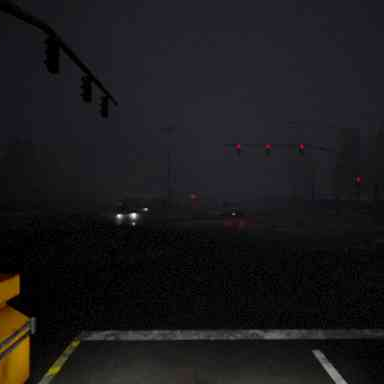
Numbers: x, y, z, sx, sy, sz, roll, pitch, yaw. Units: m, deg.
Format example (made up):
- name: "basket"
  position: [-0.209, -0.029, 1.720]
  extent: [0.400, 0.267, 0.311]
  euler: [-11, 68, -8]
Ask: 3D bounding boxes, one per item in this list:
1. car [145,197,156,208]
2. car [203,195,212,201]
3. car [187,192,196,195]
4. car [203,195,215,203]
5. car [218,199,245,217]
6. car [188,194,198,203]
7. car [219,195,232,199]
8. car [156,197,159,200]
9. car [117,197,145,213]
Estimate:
- name: "car"
  position: [-7.009, 1.579, 48.313]
  extent: [2.033, 1.411, 5.357]
  euler: [0, 0, 0]
- name: "car"
  position: [3.626, 1.437, 78.665]
  extent: [1.994, 1.385, 4.181]
  euler: [0, 0, 0]
- name: "car"
  position: [0.126, 1.110, 78.700]
  extent: [2.150, 2.045, 5.566]
  euler: [0, 0, 0]
- name: "car"
  position: [3.609, 1.523, 68.245]
  extent: [1.882, 1.535, 5.008]
  euler: [0, 0, 0]
- name: "car"
  position: [3.650, 1.621, 31.157]
  extent: [1.895, 1.301, 4.718]
  euler: [0, 0, 0]
- name: "car"
  position: [0.110, 1.646, 68.697]
  extent: [1.895, 1.301, 4.718]
  euler: [0, 0, 0]
- name: "car"
  position: [7.109, 1.523, 68.239]
  extent: [1.882, 1.535, 5.008]
  euler: [0, 0, 0]
- name: "car"
  position: [-6.957, 1.565, 60.775]
  extent: [1.812, 1.442, 4.674]
  euler: [0, 0, 1]
- name: "car"
  position: [-7.029, 1.377, 37.703]
  extent: [2.097, 1.767, 4.553]
  euler: [0, 0, 0]
